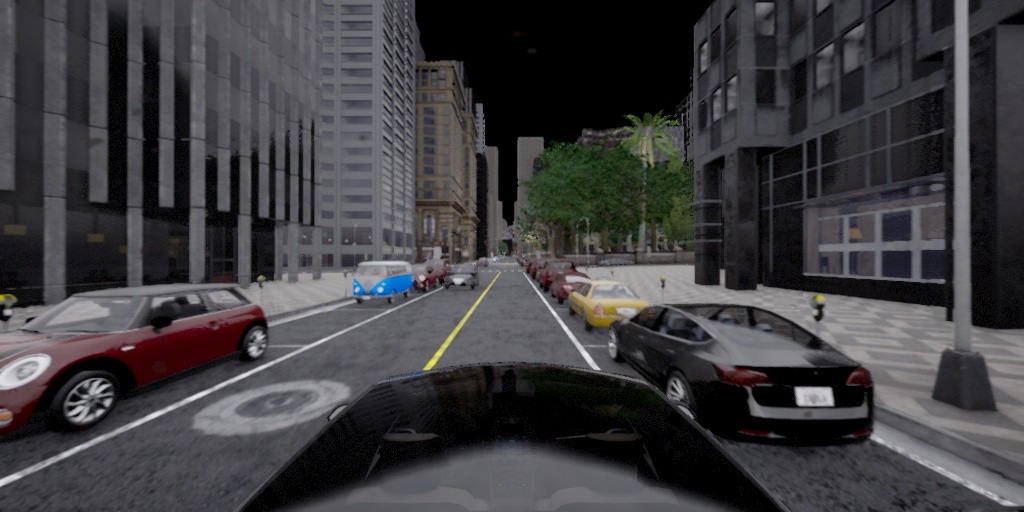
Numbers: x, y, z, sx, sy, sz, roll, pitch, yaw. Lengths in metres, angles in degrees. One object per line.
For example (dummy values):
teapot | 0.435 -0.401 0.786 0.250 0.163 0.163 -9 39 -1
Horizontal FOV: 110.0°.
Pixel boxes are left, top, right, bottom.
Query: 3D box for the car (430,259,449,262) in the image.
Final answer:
car | -5.775 1.143 27.308 2.192 1.841 5.009 0 0 0

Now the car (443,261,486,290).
car | -3.110 1.307 23.147 2.128 1.511 4.902 0 0 0

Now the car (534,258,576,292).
car | 2.753 1.125 21.811 2.192 1.841 5.009 0 0 0

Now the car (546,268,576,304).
car | 2.756 1.376 16.324 1.802 1.307 4.207 0 0 0

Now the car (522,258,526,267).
car | 2.743 1.186 43.759 2.192 1.841 5.009 0 0 0

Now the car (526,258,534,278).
car | 2.748 1.158 32.784 2.192 1.841 5.009 0 0 0

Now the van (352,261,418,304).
van | -5.770 1.135 16.333 1.690 1.789 3.998 0 0 0

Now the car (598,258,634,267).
car | 16.130 0.994 55.701 5.357 1.411 2.033 -1 0 0

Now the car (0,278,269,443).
car | -5.764 1.201 5.358 1.967 1.591 4.097 0 0 0

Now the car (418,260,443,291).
car | -5.772 1.251 21.821 1.967 1.591 4.097 0 0 0

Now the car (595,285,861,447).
car | 2.761 1.327 5.351 1.948 1.339 4.313 0 0 0

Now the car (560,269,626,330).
car | 2.758 1.303 11.008 1.751 1.417 4.829 0 0 0

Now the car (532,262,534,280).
car | 2.750 1.353 27.468 1.751 1.417 4.829 0 0 0
